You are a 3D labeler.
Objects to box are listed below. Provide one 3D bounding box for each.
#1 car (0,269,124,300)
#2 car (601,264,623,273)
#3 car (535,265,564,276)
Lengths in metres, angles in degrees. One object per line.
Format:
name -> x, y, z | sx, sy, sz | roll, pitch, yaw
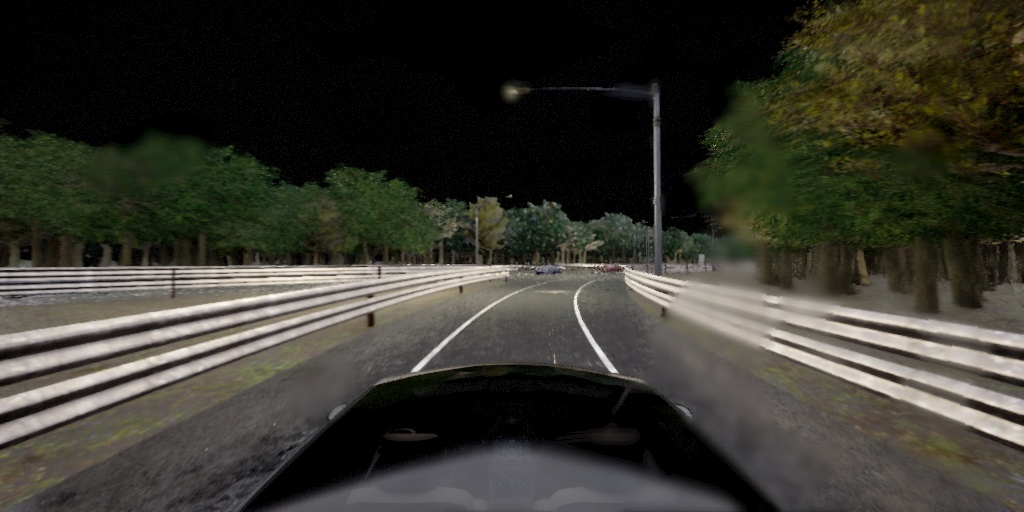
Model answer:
car -> -22.409, 1.345, 17.988 | 1.994, 1.385, 4.181 | -1, -1, 44
car -> 16.058, 1.983, 57.482 | 1.812, 1.442, 4.674 | -1, -2, 44
car -> 4.896, 1.794, 46.021 | 1.994, 1.385, 4.181 | -1, -2, 44
